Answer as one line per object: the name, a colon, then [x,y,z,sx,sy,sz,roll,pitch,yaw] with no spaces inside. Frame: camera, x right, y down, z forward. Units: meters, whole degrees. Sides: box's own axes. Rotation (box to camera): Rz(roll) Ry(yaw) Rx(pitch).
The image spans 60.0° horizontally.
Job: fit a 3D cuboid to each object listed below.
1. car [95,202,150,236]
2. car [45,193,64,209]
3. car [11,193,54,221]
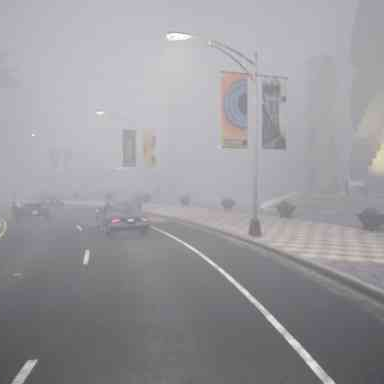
car: [-3.513,1.170,16.091,2.033,1.411,5.357,-1,1,-22]
car: [-13.983,0.825,31.173,5.357,1.411,2.033,1,2,43]
car: [-10.626,1.021,21.743,1.812,1.442,4.674,-1,1,-33]
